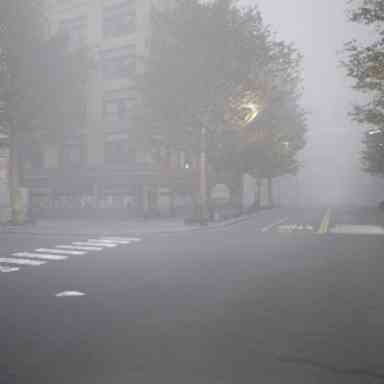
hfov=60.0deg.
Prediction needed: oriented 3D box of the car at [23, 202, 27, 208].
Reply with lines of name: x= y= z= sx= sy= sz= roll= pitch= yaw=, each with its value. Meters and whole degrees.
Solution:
car: x=-30.002 y=2.346 z=61.763 sx=1.895 sy=1.301 sz=4.718 roll=-1 pitch=-1 yaw=23
